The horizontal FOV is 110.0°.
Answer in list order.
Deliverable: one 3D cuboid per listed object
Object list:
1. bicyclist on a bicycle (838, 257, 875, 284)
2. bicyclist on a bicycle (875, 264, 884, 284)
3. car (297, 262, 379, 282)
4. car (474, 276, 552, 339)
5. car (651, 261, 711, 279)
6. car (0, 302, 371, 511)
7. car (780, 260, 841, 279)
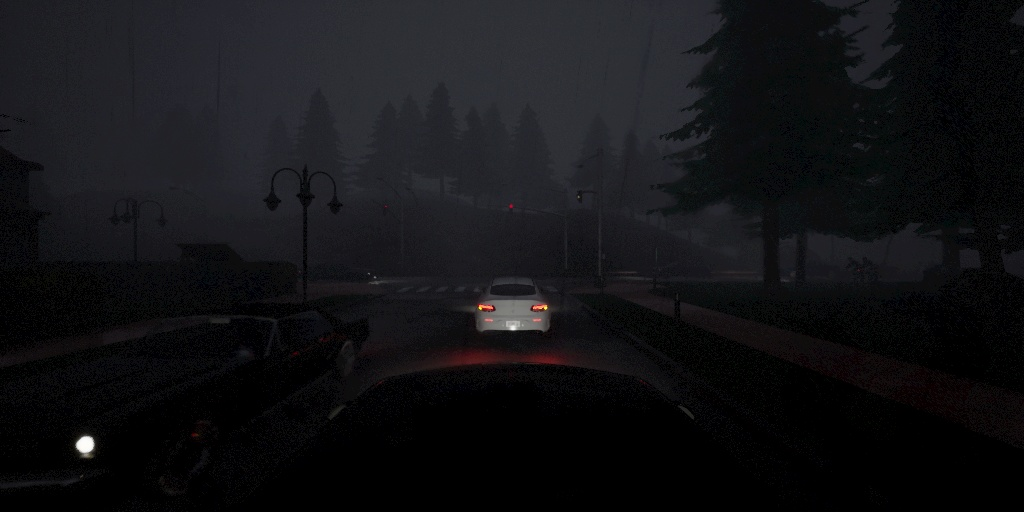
[{"bbox_3d":[21.134,0.891,22.213,0.582,1.620,1.656,0,0,-16],"label":"bicyclist on a bicycle"},{"bbox_3d":[21.781,0.893,21.954,0.582,1.620,1.656,0,0,-14],"label":"bicyclist on a bicycle"},{"bbox_3d":[-12.515,1.135,25.897,5.357,1.411,2.033,0,0,2],"label":"car"},{"bbox_3d":[0.023,1.276,9.935,1.812,1.442,4.674,0,0,0],"label":"car"},{"bbox_3d":[14.065,1.113,29.864,4.674,1.442,1.812,0,0,-1],"label":"car"},{"bbox_3d":[-3.599,1.351,4.548,1.895,1.301,4.718,0,0,0],"label":"car"},{"bbox_3d":[24.386,1.065,29.900,5.008,1.535,1.882,0,0,0],"label":"car"}]
